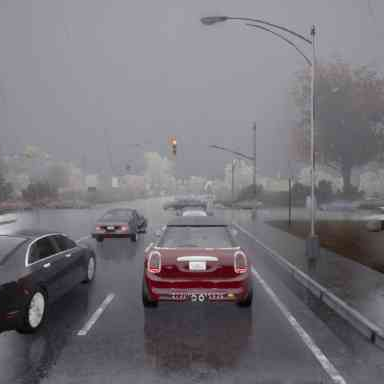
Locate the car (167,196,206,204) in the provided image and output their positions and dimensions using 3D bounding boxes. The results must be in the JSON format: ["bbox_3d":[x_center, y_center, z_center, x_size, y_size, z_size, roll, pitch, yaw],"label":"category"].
[{"bbox_3d":[-0.818,1.505,37.356,4.892,1.490,1.837,0,0,3],"label":"car"}]

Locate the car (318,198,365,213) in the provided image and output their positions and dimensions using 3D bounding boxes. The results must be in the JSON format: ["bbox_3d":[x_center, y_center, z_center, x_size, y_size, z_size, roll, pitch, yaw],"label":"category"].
[{"bbox_3d":[16.076,1.563,36.395,4.181,1.385,1.994,0,0,3],"label":"car"}]

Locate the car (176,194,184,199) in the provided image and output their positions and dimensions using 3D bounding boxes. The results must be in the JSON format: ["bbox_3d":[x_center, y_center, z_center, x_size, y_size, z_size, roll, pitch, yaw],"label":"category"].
[{"bbox_3d":[-3.377,1.403,95.420,1.994,1.385,4.181,0,0,1],"label":"car"}]

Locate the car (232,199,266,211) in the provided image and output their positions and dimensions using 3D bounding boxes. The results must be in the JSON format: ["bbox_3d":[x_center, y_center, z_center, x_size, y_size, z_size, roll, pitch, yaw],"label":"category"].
[{"bbox_3d":[6.845,1.564,40.425,4.181,1.385,1.994,0,0,3],"label":"car"}]

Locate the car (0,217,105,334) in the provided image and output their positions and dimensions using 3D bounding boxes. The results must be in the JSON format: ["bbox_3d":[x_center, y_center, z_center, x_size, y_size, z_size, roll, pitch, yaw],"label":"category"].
[{"bbox_3d":[-3.394,1.505,6.740,1.837,1.490,4.892,0,0,0],"label":"car"}]

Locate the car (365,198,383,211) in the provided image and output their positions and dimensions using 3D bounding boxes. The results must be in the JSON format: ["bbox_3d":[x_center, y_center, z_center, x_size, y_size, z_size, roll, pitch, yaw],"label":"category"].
[{"bbox_3d":[20.828,1.500,39.642,4.892,1.490,1.837,0,0,3],"label":"car"}]

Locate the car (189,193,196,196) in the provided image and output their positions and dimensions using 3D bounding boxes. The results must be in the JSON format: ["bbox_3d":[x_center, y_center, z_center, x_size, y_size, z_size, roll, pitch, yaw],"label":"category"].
[{"bbox_3d":[0.074,1.518,85.425,1.812,1.442,4.674,0,0,0],"label":"car"}]

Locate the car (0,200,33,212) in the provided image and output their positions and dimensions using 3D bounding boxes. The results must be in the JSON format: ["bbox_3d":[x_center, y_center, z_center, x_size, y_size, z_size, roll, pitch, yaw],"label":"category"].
[{"bbox_3d":[-20.749,1.564,38.502,4.181,1.385,1.994,0,0,3],"label":"car"}]

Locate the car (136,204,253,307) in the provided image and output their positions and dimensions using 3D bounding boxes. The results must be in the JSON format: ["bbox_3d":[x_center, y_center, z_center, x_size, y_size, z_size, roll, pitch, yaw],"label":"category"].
[{"bbox_3d":[0.106,1.352,8.153,2.097,1.767,4.553,0,0,0],"label":"car"}]

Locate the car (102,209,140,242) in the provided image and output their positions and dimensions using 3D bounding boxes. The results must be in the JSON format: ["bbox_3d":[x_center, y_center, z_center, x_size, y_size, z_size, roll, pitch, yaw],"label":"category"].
[{"bbox_3d":[-3.389,1.547,16.398,2.033,1.411,5.357,0,0,0],"label":"car"}]

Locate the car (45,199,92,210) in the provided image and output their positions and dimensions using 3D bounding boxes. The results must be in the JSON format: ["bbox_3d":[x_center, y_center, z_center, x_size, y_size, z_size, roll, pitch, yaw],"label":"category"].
[{"bbox_3d":[-15.430,1.547,41.703,5.357,1.411,2.033,0,0,3],"label":"car"}]
